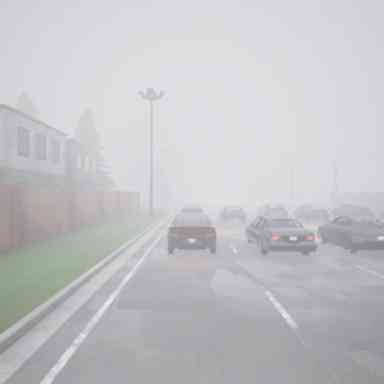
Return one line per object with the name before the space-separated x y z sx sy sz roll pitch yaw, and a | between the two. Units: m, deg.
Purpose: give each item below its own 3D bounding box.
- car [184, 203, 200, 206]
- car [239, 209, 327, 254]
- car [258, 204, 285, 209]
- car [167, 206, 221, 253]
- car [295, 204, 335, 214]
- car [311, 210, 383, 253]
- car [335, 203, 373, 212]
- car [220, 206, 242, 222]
car | 0.001 1.752 29.481 1.882 1.535 5.008 0 0 0
car | 3.500 1.678 13.993 2.033 1.411 5.357 0 -1 0
car | 7.001 1.766 29.297 2.128 1.511 4.902 0 0 0
car | 0.004 1.613 14.485 1.882 1.535 5.008 0 0 0
car | 10.502 1.800 29.379 1.812 1.442 4.674 0 0 0
car | 7.003 1.698 14.300 1.994 1.385 4.181 0 0 0
car | 14.001 1.781 29.295 1.837 1.490 4.892 0 0 0
car | 3.500 1.872 29.109 1.895 1.301 4.718 0 0 0
